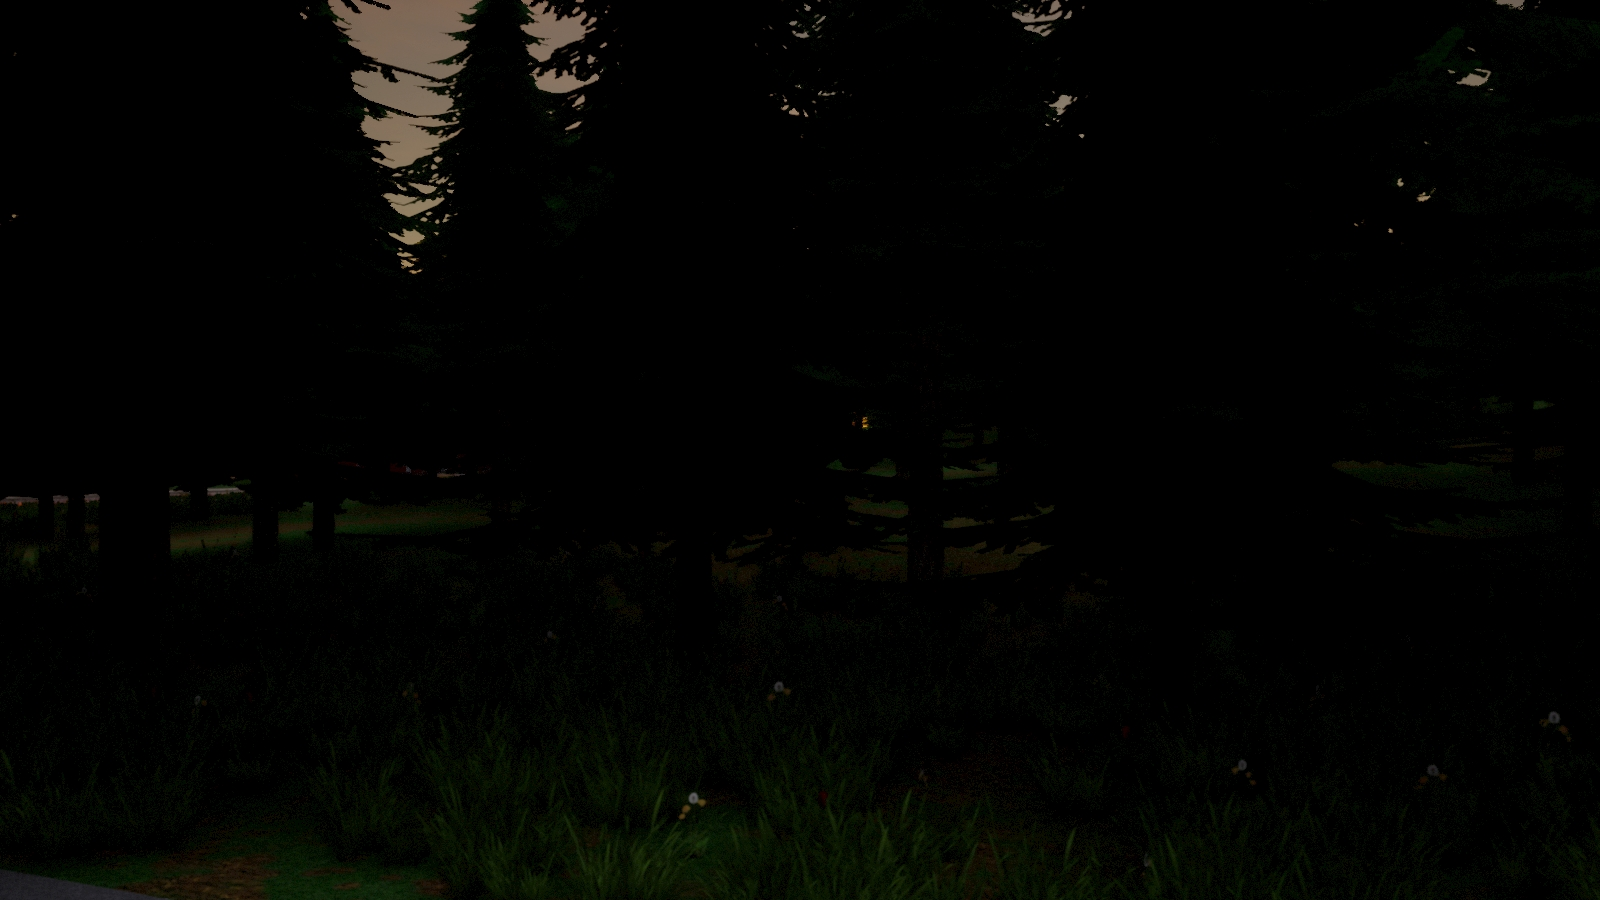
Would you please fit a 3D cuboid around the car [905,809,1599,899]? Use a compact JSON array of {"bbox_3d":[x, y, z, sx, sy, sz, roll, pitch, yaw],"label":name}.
[{"bbox_3d":[2.503,2.063,2.369,4.792,1.488,2.163,0,0,20],"label":"car"}]
